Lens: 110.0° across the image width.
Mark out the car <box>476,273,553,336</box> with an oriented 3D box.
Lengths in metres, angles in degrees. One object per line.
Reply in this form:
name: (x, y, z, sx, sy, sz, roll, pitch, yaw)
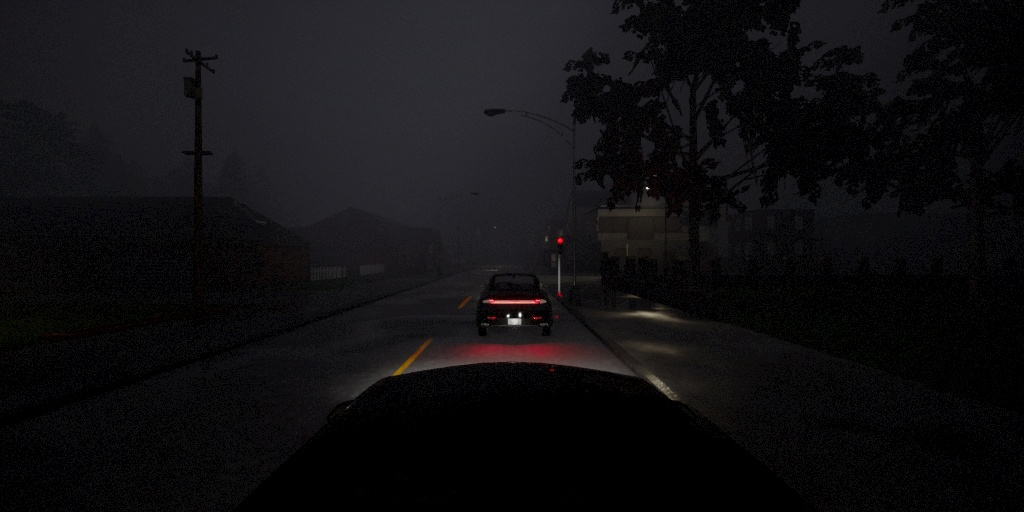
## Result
car: (0.060, 1.242, 10.376, 2.128, 1.511, 4.902, 0, 0, 0)
